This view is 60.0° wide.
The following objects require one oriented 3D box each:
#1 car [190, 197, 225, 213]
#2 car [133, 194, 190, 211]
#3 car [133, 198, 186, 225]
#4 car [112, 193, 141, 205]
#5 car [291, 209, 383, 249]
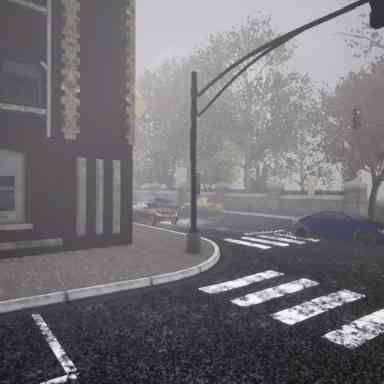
[{"bbox_3d":[0.968,1.133,30.570,1.752,1.417,4.829,1,0,-36],"label":"car"},{"bbox_3d":[-2.524,1.125,25.495,1.837,1.490,4.892,0,1,-36],"label":"car"},{"bbox_3d":[-2.482,1.259,21.040,1.802,1.307,4.206,2,0,-36],"label":"car"},{"bbox_3d":[-8.666,0.867,43.892,2.008,1.369,4.403,1,0,-36],"label":"car"},{"bbox_3d":[6.548,1.472,14.585,4.181,1.385,1.994,3,3,41],"label":"car"}]
